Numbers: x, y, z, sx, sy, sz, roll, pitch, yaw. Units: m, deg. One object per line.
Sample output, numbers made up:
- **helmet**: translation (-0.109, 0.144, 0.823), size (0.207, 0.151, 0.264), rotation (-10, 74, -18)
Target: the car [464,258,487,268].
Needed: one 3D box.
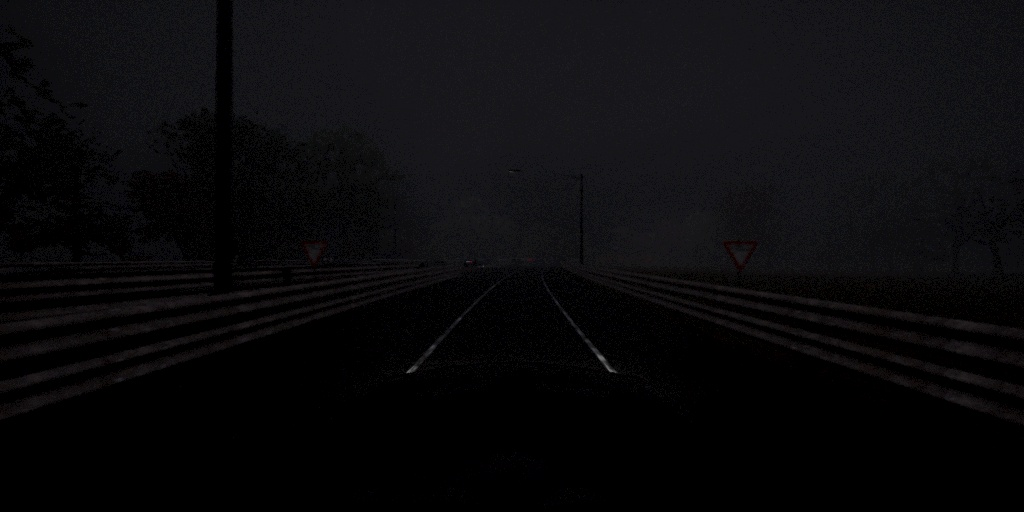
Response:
- **car**: translation (-6.207, 1.120, 57.742), size (2.128, 1.511, 4.902), rotation (0, 0, 13)

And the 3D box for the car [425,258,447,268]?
- **car**: translation (-11.021, 1.090, 52.360), size (2.128, 1.511, 4.902), rotation (0, 0, 13)

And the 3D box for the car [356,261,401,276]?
- **car**: translation (-11.650, 1.137, 32.512), size (1.895, 1.301, 4.718), rotation (0, 0, 11)

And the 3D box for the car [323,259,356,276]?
- **car**: translation (-15.129, 1.018, 32.831), size (2.128, 1.511, 4.902), rotation (0, 0, 11)

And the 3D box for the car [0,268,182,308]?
- **car**: translation (-12.252, 1.014, 9.627), size (2.033, 1.411, 5.357), rotation (0, 0, 9)
